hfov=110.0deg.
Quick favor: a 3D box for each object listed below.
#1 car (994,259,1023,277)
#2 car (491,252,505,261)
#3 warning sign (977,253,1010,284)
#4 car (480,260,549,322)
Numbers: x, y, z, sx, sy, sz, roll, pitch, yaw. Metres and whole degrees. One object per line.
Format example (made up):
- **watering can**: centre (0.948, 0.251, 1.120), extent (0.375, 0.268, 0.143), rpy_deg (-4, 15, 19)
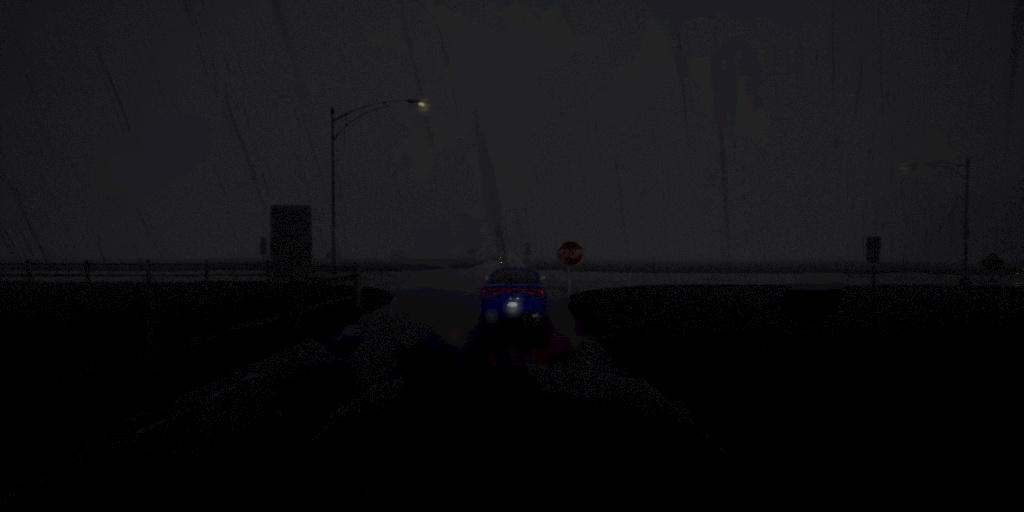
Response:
- **car**: centre (42.294, 0.975, 29.000), extent (5.008, 1.535, 1.882), rpy_deg (0, 1, 1)
- **car**: centre (-2.728, 0.265, 64.368), extent (1.837, 1.490, 4.892), rpy_deg (0, 1, 0)
- **warning sign**: centre (29.370, 0.727, 21.949), extent (1.060, 1.860, 1.300), rpy_deg (0, 0, 0)
- **car**: centre (0.114, 1.067, 11.590), extent (1.882, 1.535, 5.008), rpy_deg (0, 1, 1)
